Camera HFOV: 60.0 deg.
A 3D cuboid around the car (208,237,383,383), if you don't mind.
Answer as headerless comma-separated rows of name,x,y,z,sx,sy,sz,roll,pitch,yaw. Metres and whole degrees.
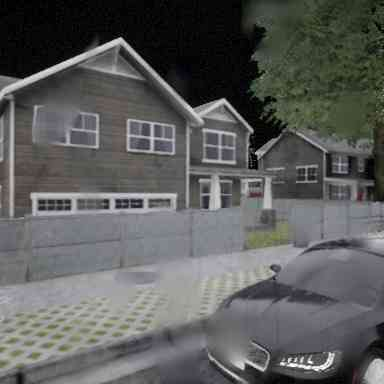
car,2.447,1.492,4.797,4.892,1.490,1.837,0,0,-35
